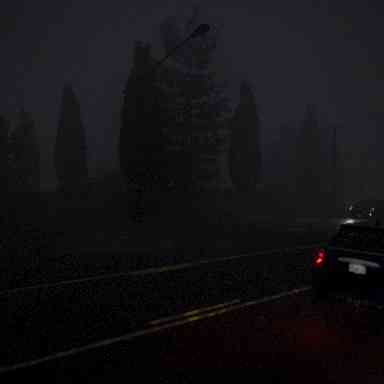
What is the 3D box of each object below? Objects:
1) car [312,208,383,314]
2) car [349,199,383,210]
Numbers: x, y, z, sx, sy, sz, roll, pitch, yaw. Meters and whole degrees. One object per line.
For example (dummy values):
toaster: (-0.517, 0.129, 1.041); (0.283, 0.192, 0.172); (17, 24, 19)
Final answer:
car: (4.617, 1.366, 7.042); (4.553, 1.767, 2.097); (0, 0, -36)
car: (15.421, 1.402, 28.851); (4.553, 1.767, 2.097); (1, 0, -43)
